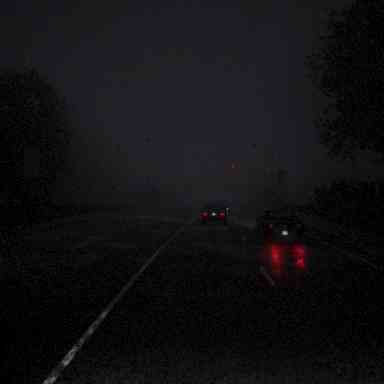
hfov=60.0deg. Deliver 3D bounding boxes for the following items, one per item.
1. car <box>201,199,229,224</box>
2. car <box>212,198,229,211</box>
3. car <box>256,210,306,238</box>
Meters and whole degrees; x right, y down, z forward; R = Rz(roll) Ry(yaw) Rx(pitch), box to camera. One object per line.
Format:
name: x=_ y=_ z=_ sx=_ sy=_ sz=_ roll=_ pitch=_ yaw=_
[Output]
car: x=1.698 y=1.540 z=24.812 sx=2.033 sy=1.411 sz=5.357 roll=0 pitch=0 yaw=6
car: x=3.535 y=1.488 z=40.795 sx=1.994 sy=1.385 sz=4.181 roll=0 pitch=0 yaw=7
car: x=4.542 y=1.613 z=17.757 sx=1.895 sy=1.301 sz=4.718 roll=0 pitch=0 yaw=5
